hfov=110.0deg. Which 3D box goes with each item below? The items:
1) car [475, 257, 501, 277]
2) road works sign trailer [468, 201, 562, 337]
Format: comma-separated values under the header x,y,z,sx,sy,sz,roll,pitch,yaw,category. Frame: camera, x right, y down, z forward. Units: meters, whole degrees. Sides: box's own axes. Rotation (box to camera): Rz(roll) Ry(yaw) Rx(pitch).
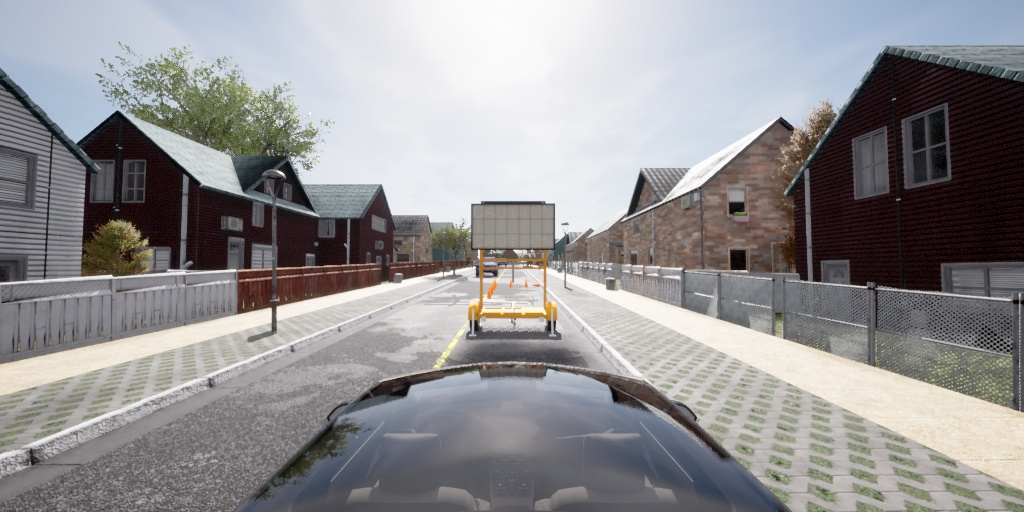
x,y,z,sx,sy,sz,roll,pitch,yaw,category
-2.602,1.101,37.641,2.150,2.045,5.566,0,0,0,car
0.034,0.226,10.362,2.380,3.560,2.880,0,0,1,road works sign trailer
